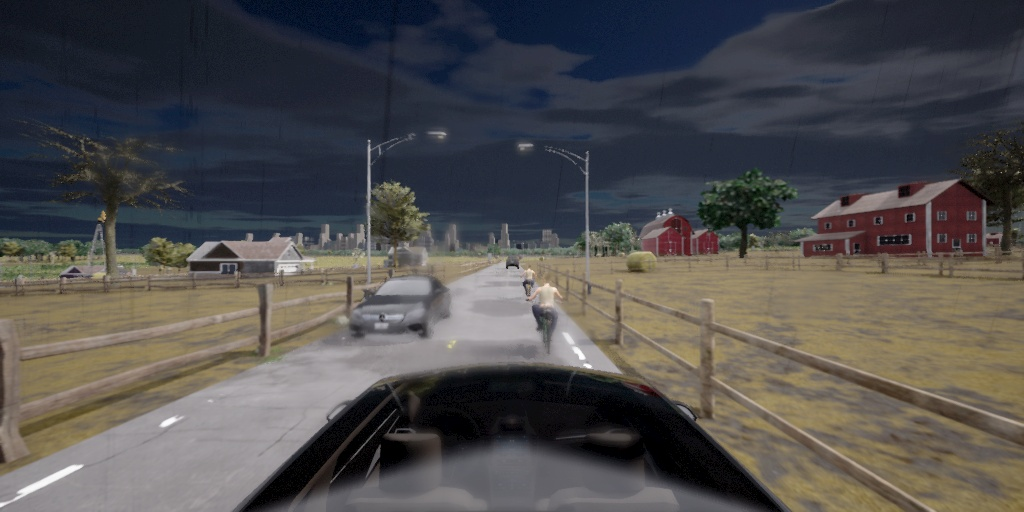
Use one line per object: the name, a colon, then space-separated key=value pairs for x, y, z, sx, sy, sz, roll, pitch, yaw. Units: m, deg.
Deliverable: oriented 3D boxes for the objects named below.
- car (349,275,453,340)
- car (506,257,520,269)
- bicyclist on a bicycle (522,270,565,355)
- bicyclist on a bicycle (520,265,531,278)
car: x=-2.848 y=1.280 z=10.165 sx=1.812 sy=1.442 sz=4.674 roll=0 pitch=0 yaw=0
car: x=0.100 y=1.138 z=61.396 sx=2.150 sy=2.045 sz=5.566 roll=0 pitch=0 yaw=1
bicyclist on a bicycle: x=0.733 y=1.189 z=7.724 sx=0.866 sy=1.612 sz=1.509 roll=0 pitch=0 yaw=0
bicyclist on a bicycle: x=0.782 y=1.199 z=16.665 sx=0.866 sy=1.612 sz=1.509 roll=0 pitch=0 yaw=0
